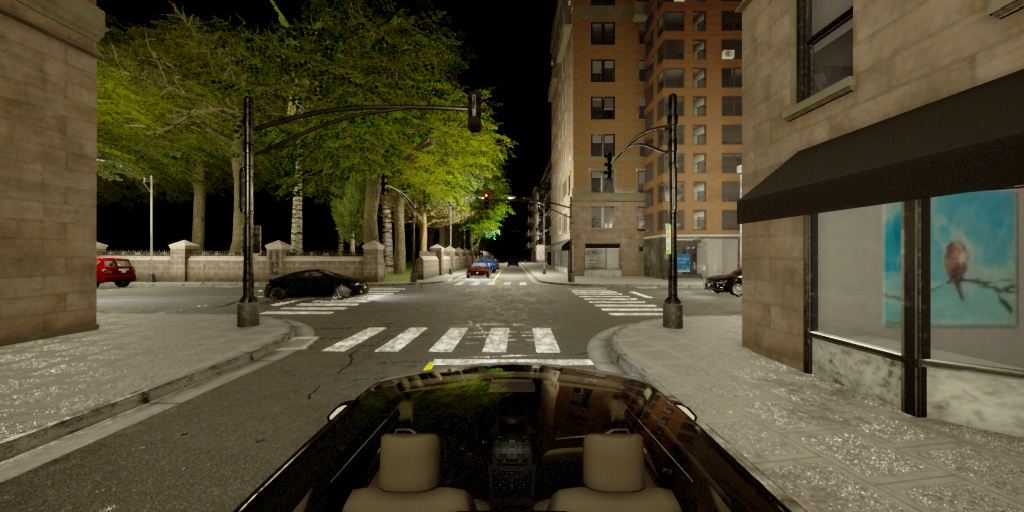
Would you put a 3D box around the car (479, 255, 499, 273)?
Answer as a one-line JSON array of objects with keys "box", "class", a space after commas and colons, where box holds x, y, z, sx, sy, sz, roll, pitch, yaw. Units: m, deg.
[{"box": [-3.039, 0.933, 42.910, 2.150, 2.045, 5.566, 0, 0, 0], "class": "car"}]

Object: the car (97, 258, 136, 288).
[{"box": [-25.921, 1.035, 21.775, 5.009, 1.841, 2.192, 0, 0, 1], "class": "car"}]

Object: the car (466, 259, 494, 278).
[{"box": [-3.051, 1.293, 33.602, 1.994, 1.385, 4.181, 0, 0, 0], "class": "car"}]

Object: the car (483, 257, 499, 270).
[{"box": [-3.015, 1.044, 52.971, 2.097, 1.767, 4.553, 0, 0, 0], "class": "car"}]

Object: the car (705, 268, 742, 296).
[{"box": [12.691, 1.271, 18.674, 4.892, 1.490, 1.837, 0, 0, 1], "class": "car"}]

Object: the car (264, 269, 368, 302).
[{"box": [-8.988, 1.306, 16.722, 4.181, 1.385, 1.994, 0, 0, -12], "class": "car"}]
